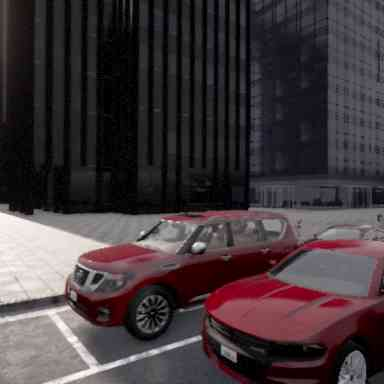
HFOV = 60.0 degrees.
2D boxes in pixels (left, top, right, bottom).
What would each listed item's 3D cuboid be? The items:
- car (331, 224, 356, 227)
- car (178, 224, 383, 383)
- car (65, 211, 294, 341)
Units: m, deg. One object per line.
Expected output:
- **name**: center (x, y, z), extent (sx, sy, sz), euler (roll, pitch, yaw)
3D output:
- **car**: center (4.778, 1.650, 10.080), extent (4.206, 1.307, 1.802), euler (0, 0, -36)
- **car**: center (2.425, 1.512, 5.115), extent (5.008, 1.535, 1.882), euler (0, 0, -36)
- **car**: center (0.165, 1.349, 6.773), extent (5.009, 1.841, 2.192), euler (0, 0, -36)
